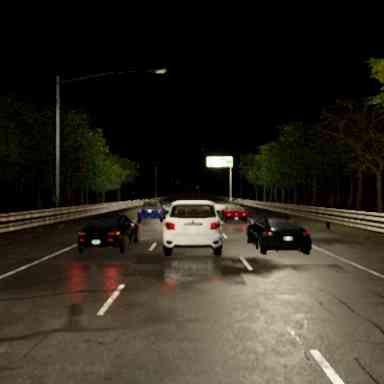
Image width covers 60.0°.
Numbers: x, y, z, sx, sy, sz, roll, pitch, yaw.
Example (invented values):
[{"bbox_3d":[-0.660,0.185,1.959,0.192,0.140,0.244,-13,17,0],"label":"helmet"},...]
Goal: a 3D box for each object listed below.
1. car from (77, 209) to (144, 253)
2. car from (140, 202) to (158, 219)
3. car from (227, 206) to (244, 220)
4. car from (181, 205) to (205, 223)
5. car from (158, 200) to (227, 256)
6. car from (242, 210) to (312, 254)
[{"bbox_3d":[-3.456,1.660,14.306,1.812,1.442,4.674,0,0,0],"label":"car"},{"bbox_3d":[-3.408,1.607,29.004,2.097,1.767,4.553,0,-1,0],"label":"car"},{"bbox_3d":[3.592,1.859,29.013,1.895,1.301,4.718,0,0,0],"label":"car"},{"bbox_3d":[0.092,1.859,29.025,1.895,1.301,4.718,0,0,0],"label":"car"},{"bbox_3d":[0.040,1.348,13.944,2.150,2.045,5.566,0,0,0],"label":"car"},{"bbox_3d":[3.544,1.699,14.210,1.994,1.385,4.181,0,0,0],"label":"car"}]
